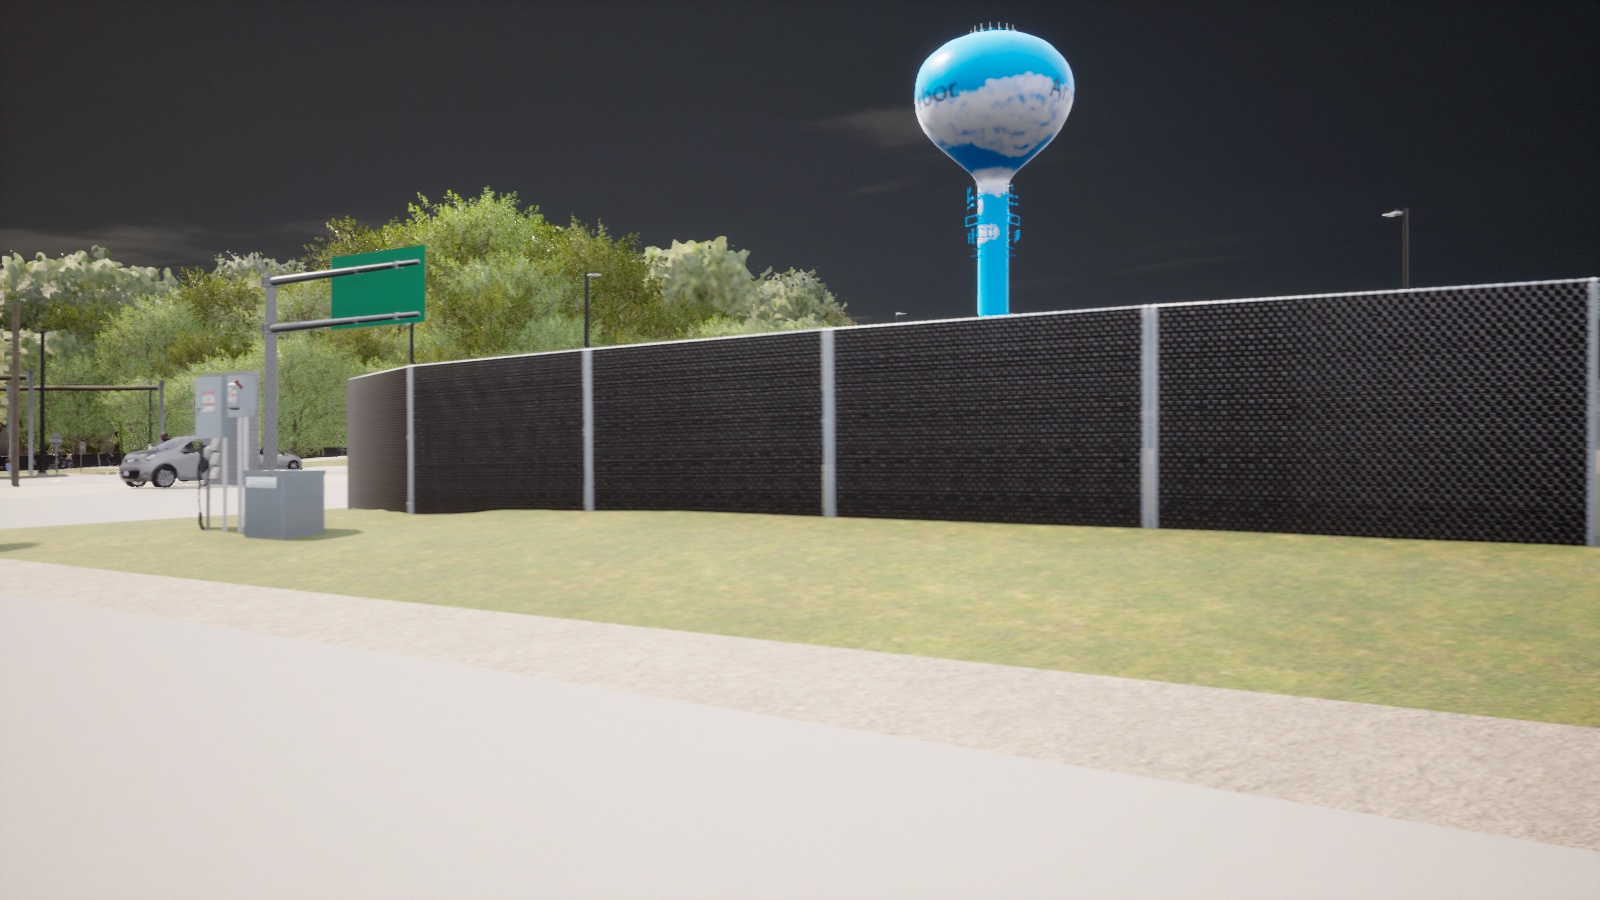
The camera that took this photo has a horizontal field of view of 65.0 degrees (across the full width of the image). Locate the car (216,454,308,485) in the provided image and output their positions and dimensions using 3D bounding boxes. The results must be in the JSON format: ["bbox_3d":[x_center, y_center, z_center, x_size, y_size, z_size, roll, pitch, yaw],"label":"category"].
[{"bbox_3d":[-30.998,1.118,72.489,2.007,1.525,4.514,-1,1,32],"label":"car"}]

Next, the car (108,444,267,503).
[{"bbox_3d":[-17.524,0.644,36.058,1.845,1.501,3.633,-1,1,34],"label":"car"}]
